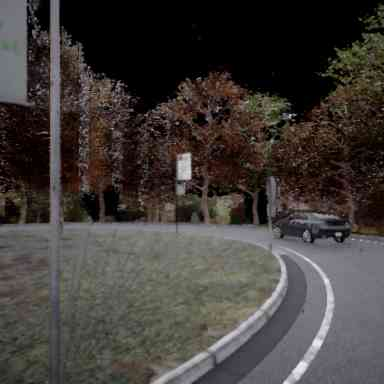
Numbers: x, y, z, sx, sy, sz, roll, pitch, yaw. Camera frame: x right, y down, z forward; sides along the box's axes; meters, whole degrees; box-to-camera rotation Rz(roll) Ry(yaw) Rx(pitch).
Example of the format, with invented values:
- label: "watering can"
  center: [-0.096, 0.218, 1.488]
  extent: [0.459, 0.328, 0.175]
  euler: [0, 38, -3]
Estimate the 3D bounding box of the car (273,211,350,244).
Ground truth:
- label: "car"
  center: [5.901, 1.750, 17.035]
  extent: [1.837, 1.490, 4.892]
  euler: [1, -3, -13]
